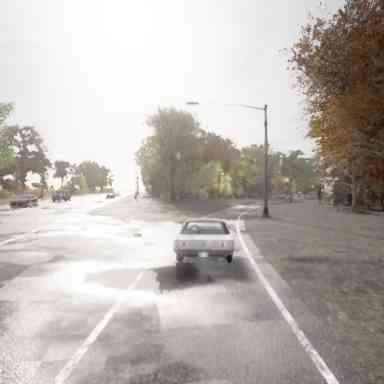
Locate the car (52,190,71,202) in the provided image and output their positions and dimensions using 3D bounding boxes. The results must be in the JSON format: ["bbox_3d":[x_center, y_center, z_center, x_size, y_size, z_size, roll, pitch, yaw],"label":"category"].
[{"bbox_3d":[-22.412,0.689,57.297,2.150,2.045,5.566,0,0,-8],"label":"car"}]

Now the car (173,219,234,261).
[{"bbox_3d":[0.513,1.638,12.363,1.895,1.301,4.718,0,0,4],"label":"car"}]

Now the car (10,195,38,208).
[{"bbox_3d":[-19.686,1.044,39.113,1.882,1.535,5.008,0,0,-9],"label":"car"}]

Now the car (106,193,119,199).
[{"bbox_3d":[-18.966,0.922,77.826,2.033,1.411,5.357,0,0,-9],"label":"car"}]
